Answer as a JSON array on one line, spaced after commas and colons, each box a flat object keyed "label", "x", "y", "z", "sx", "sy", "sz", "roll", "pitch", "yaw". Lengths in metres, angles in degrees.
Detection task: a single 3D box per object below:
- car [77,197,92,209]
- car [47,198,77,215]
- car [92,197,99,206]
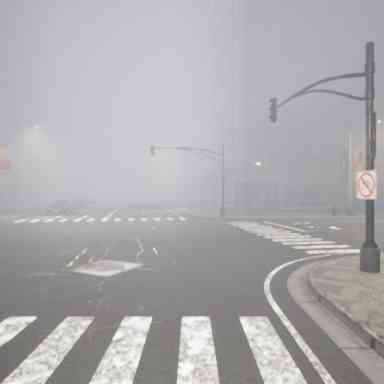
[{"label": "car", "x": -14.979, "y": 1.489, "z": 44.483, "sx": 1.882, "sy": 1.535, "sz": 5.008, "roll": 0, "pitch": 0, "yaw": -9}, {"label": "car", "x": -13.213, "y": 1.530, "z": 33.575, "sx": 1.812, "sy": 1.442, "sz": 4.674, "roll": 0, "pitch": 0, "yaw": -10}, {"label": "car", "x": -16.893, "y": 1.585, "z": 56.335, "sx": 1.994, "sy": 1.385, "sz": 4.181, "roll": 0, "pitch": 0, "yaw": -9}]
